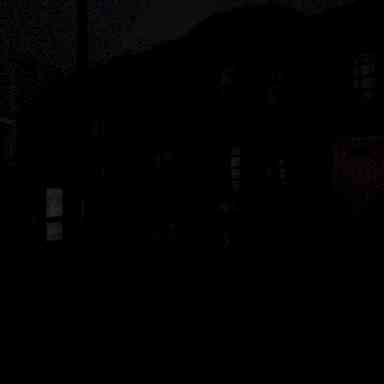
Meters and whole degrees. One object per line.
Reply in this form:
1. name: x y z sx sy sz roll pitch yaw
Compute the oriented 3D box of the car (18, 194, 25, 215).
1. car: -14.850 1.221 28.773 2.150 2.045 5.566 0 0 35
